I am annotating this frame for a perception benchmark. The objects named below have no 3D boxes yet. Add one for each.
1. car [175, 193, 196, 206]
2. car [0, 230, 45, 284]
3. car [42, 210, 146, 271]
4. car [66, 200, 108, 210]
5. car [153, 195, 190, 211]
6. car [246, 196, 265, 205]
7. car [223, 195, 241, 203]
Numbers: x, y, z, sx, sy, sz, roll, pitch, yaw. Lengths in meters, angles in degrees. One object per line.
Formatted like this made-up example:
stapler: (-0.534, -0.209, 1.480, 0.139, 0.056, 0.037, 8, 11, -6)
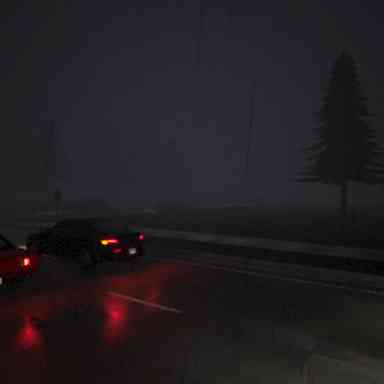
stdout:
car: (-1.696, 1.168, 53.060, 2.150, 2.045, 5.566, 0, 0, 37)
car: (-5.893, 1.585, 8.254, 4.718, 1.301, 1.895, 0, 0, 36)
car: (-3.554, 1.510, 10.879, 4.674, 1.442, 1.812, 0, 0, 36)
car: (-12.244, 1.546, 38.914, 1.895, 1.301, 4.718, 0, 0, 37)
car: (-2.638, 1.483, 40.063, 1.812, 1.442, 4.674, 0, 0, 36)
car: (11.358, 1.482, 58.787, 1.812, 1.442, 4.674, 0, 0, 37)
car: (7.997, 1.388, 65.929, 1.812, 1.442, 4.674, 0, 0, 37)
